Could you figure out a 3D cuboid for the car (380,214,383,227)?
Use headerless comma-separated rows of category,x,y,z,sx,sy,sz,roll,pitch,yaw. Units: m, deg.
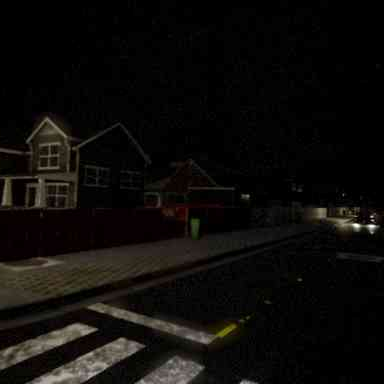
car,20.465,2.846,34.059,1.882,1.535,5.008,1,-2,33

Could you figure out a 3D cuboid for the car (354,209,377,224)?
car,20.806,2.864,39.784,2.097,1.767,4.553,1,-2,33
